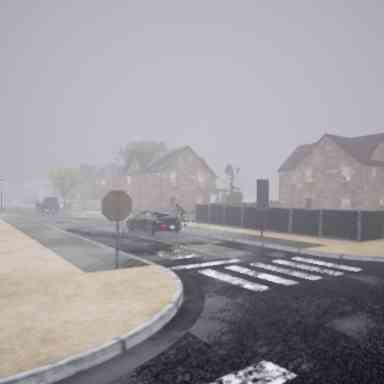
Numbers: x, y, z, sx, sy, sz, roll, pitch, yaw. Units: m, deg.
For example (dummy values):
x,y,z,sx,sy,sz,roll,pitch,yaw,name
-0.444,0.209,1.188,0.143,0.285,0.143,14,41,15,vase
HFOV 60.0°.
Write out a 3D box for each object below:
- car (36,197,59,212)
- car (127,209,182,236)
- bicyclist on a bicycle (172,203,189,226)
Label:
x,y,z,sx,sy,sz,roll,pitch,yaw,name
-19.964,1.695,45.944,2.150,2.045,5.566,2,-1,-34,car
-2.336,1.760,20.093,1.812,1.442,4.674,1,-1,-34,car
-0.912,1.612,23.303,1.656,1.620,0.582,1,-1,-34,bicyclist on a bicycle
